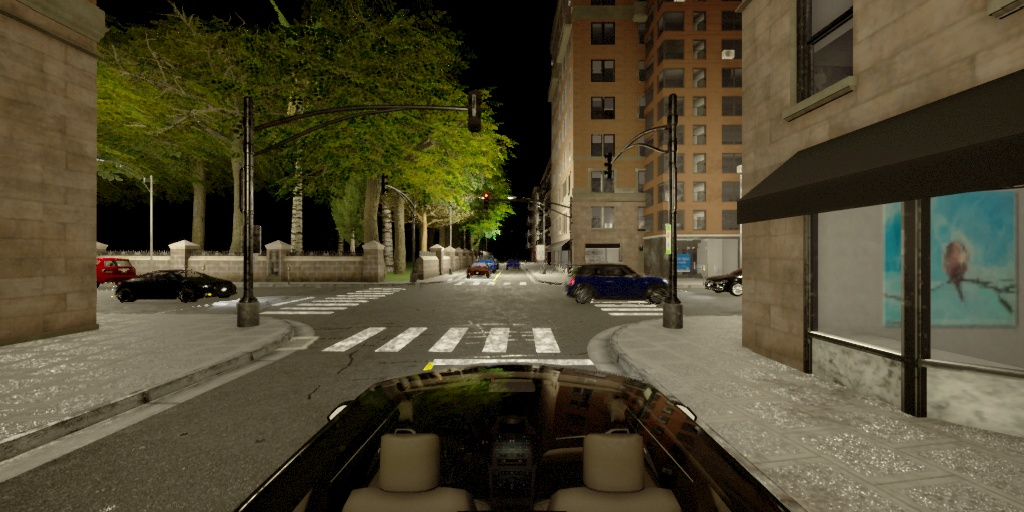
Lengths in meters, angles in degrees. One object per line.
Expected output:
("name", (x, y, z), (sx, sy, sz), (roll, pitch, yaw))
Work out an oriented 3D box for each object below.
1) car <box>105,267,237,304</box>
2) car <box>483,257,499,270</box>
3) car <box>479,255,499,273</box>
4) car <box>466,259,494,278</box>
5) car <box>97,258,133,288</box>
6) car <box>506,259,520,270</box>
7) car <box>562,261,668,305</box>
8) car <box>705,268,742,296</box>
("car", (-14.708, 1.299, 15.852), (4.181, 1.385, 1.994), (0, 0, 1))
("car", (-3.015, 1.044, 52.971), (2.097, 1.767, 4.553), (0, 0, 0))
("car", (-3.039, 0.933, 42.910), (2.150, 2.045, 5.566), (0, 0, 0))
("car", (-3.051, 1.293, 33.602), (1.994, 1.385, 4.181), (0, 0, 0))
("car", (-25.921, 1.035, 21.775), (5.009, 1.841, 2.192), (0, 0, 1))
("car", (0.174, 1.170, 52.473), (1.882, 1.535, 5.008), (0, 0, 0))
("car", (4.534, 1.107, 15.588), (4.553, 1.767, 2.097), (0, 0, 1))
("car", (12.691, 1.271, 18.674), (4.892, 1.490, 1.837), (0, 0, 1))
